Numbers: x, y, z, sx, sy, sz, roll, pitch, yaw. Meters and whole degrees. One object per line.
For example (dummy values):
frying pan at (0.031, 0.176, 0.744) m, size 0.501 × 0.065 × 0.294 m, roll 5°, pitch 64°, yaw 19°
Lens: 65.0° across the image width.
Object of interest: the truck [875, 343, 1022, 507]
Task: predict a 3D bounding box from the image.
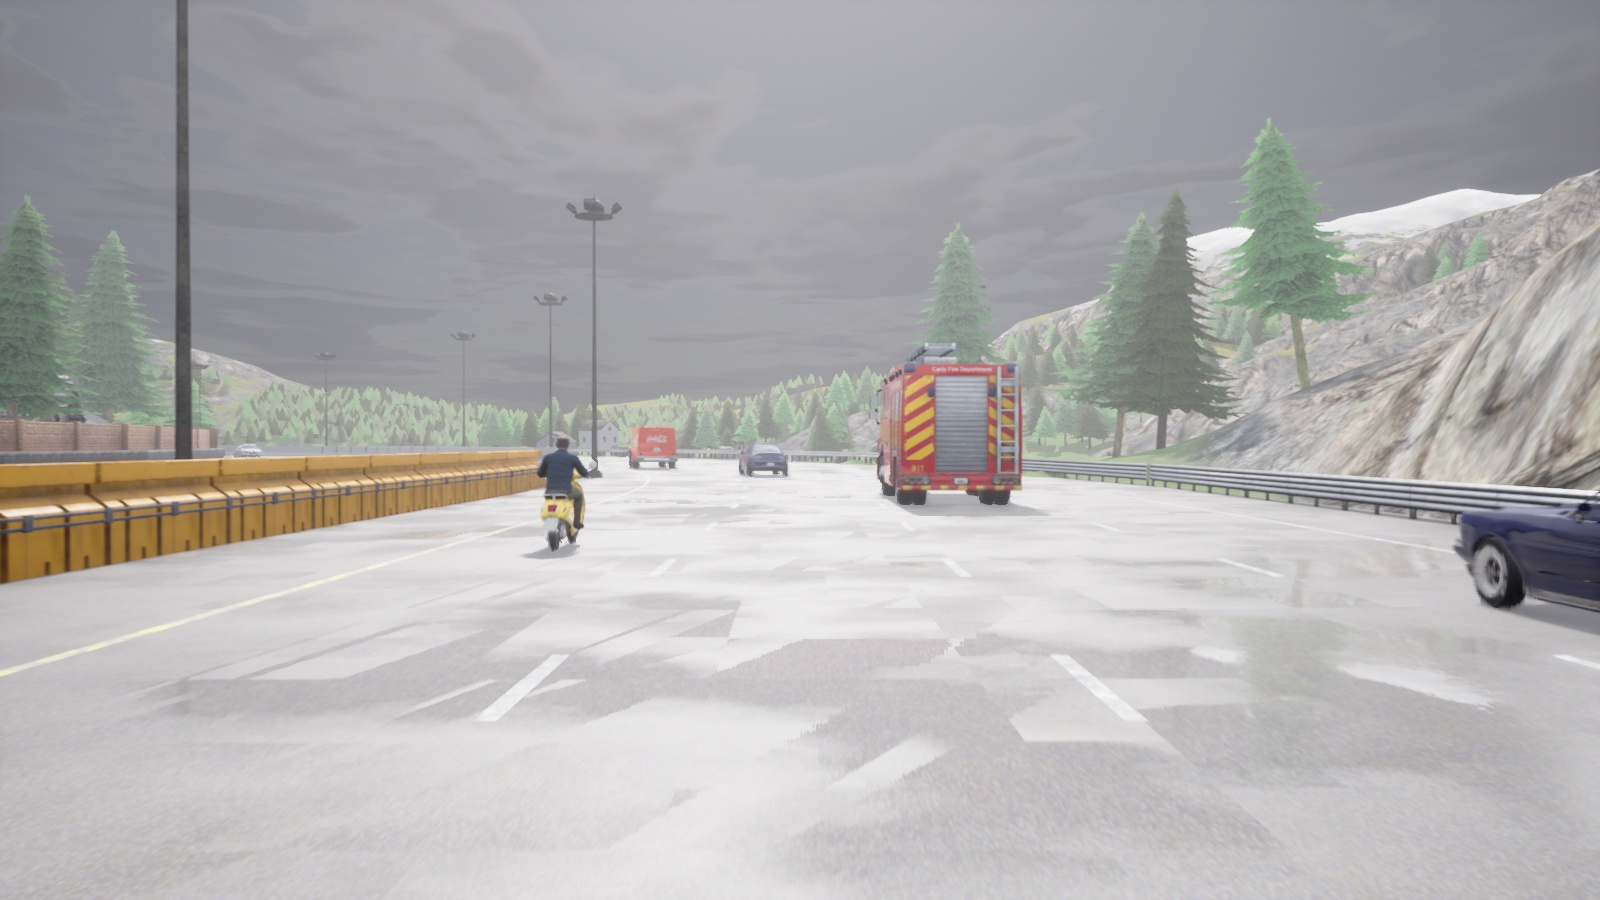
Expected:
truck at (3.708, -0.604, 33.462) m, size 2.891 × 3.827 × 8.468 m, roll 0°, pitch 0°, yaw 0°

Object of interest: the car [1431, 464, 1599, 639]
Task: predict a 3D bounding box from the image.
car at (7.074, 0.797, 9.849) m, size 1.895 × 1.301 × 4.718 m, roll 0°, pitch 0°, yaw 0°

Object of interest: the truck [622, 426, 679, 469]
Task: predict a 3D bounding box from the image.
truck at (-8.936, -0.166, 74.725) m, size 2.627 × 2.467 × 5.204 m, roll 0°, pitch 0°, yaw -15°

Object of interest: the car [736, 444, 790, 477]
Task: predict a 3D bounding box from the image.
car at (-1.735, 0.446, 57.681) m, size 1.812 × 1.442 × 4.674 m, roll 0°, pitch 0°, yaw -10°

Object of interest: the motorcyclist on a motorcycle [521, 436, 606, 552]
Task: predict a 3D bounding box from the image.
motorcyclist on a motorcycle at (-3.369, 0.595, 18.027) m, size 0.866 × 1.590 × 1.817 m, roll 0°, pitch 0°, yaw 0°
